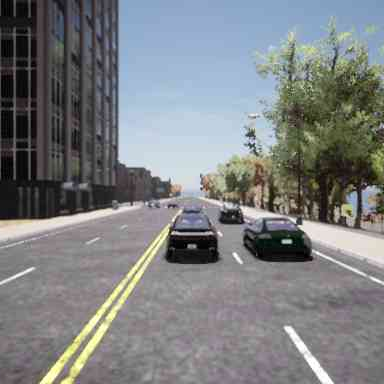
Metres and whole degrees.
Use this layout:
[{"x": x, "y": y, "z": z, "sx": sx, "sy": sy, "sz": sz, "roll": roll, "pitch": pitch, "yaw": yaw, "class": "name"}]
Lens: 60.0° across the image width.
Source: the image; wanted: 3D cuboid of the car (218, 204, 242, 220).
[{"x": 3.268, "y": 1.770, "z": 28.513, "sx": 2.128, "sy": 1.511, "sz": 4.902, "roll": 0, "pitch": 0, "yaw": 0, "class": "car"}]

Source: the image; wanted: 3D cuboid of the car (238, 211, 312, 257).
[{"x": 3.276, "y": 1.696, "z": 13.471, "sx": 1.994, "sy": 1.385, "sz": 4.181, "roll": 0, "pitch": 0, "yaw": 0, "class": "car"}]

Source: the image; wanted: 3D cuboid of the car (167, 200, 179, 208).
[{"x": -3.269, "y": 2.117, "z": 58.501, "sx": 2.033, "sy": 1.411, "sz": 5.357, "roll": 0, "pitch": -1, "yaw": 0, "class": "car"}]

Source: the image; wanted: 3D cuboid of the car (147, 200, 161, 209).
[{"x": -6.533, "y": 2.053, "z": 57.531, "sx": 2.128, "sy": 1.511, "sz": 4.902, "roll": 0, "pitch": -1, "yaw": 1, "class": "car"}]

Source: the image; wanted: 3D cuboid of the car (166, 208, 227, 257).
[{"x": 0.021, "y": 1.625, "z": 13.516, "sx": 2.128, "sy": 1.511, "sz": 4.902, "roll": 0, "pitch": 0, "yaw": 0, "class": "car"}]

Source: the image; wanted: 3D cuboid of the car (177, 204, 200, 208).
[{"x": 0.020, "y": 1.842, "z": 28.514, "sx": 1.994, "sy": 1.385, "sz": 4.181, "roll": 0, "pitch": 0, "yaw": 0, "class": "car"}]
